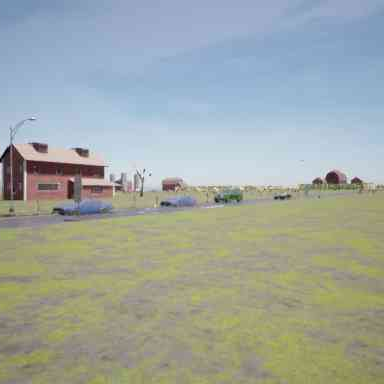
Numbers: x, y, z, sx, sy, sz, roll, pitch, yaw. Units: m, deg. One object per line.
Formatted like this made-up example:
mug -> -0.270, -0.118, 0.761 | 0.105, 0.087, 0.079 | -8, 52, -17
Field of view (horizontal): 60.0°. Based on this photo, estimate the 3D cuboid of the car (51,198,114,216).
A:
car -> -9.297, 1.248, 28.850 | 2.033, 1.411, 5.357 | 1, 1, 36

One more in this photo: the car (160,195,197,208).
car -> -1.496, 1.051, 39.634 | 2.033, 1.411, 5.357 | 1, 1, 36

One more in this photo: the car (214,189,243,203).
car -> 5.417, 0.547, 49.118 | 2.150, 2.045, 5.566 | 1, 1, 37

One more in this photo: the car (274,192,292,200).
car -> 16.271, 0.729, 59.204 | 1.895, 1.301, 4.718 | 1, 1, 36
